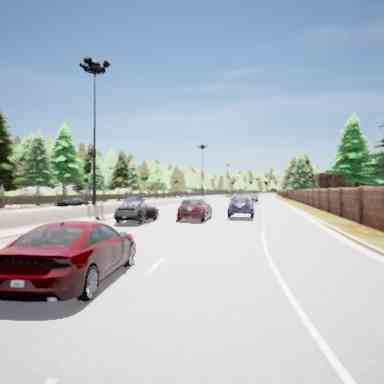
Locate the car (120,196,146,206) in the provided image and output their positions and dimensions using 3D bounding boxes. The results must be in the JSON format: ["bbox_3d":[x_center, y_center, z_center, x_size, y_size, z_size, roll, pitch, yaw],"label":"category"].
[{"bbox_3d":[-8.900,1.364,50.603,2.033,1.411,5.357,0,0,13],"label":"car"}]

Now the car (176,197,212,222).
[{"bbox_3d":[0.280,1.281,25.784,2.097,1.767,4.553,0,0,12],"label":"car"}]

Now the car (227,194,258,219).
[{"bbox_3d":[4.137,1.104,27.670,2.097,1.767,4.553,0,0,12],"label":"car"}]

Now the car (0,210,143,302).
[{"bbox_3d":[-2.825,1.441,8.256,1.882,1.535,5.008,0,0,5],"label":"car"}]

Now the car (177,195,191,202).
[{"bbox_3d":[-1.558,1.300,67.754,2.128,1.511,4.902,0,0,7],"label":"car"}]

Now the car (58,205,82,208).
[{"bbox_3d":[-14.685,1.418,40.455,1.895,1.301,4.718,0,0,12],"label":"car"}]

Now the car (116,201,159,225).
[{"bbox_3d":[-3.789,1.408,23.443,2.128,1.511,4.902,0,0,12],"label":"car"}]
